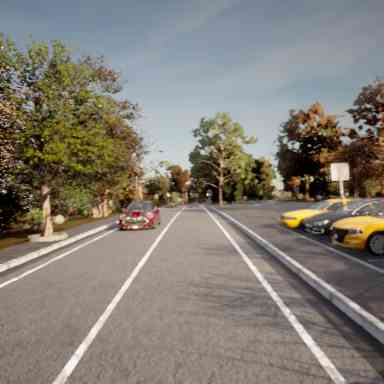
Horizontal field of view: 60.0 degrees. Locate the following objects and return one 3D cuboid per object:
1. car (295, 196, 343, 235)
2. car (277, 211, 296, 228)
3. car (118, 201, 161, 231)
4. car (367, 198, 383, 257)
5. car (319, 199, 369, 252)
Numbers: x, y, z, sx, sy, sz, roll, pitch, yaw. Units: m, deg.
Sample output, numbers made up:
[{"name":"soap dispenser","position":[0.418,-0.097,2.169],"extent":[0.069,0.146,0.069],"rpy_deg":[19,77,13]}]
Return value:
[{"name":"car","position":[7.110,1.015,13.438],"extent":[4.892,1.521,2.231],"rpy_deg":[-3,0,0]},{"name":"car","position":[6.929,1.009,16.208],"extent":[5.366,1.575,1.946],"rpy_deg":[-3,0,0]},{"name":"car","position":[-3.199,1.381,20.935],"extent":[2.097,1.767,4.553],"rpy_deg":[-3,0,0]},{"name":"car","position":[7.112,0.933,7.888],"extent":[4.553,1.767,2.185],"rpy_deg":[-3,1,0]},{"name":"car","position":[7.102,1.033,10.666],"extent":[5.008,1.535,2.097],"rpy_deg":[-3,1,0]}]
